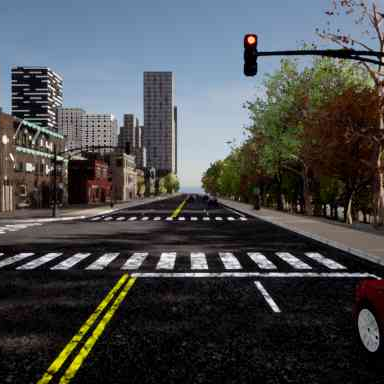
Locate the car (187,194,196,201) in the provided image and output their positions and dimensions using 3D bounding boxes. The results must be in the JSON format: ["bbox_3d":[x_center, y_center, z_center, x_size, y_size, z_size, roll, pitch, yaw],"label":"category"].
[{"bbox_3d":[-0.164,1.280,76.013,1.882,1.535,5.008,0,0,0],"label":"car"}]

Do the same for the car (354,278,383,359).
[{"bbox_3d":[3.344,1.477,2.962,1.882,1.535,5.008,0,0,0],"label":"car"}]

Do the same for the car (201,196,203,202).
[{"bbox_3d":[3.091,1.470,76.322,1.837,1.490,4.892,0,0,0],"label":"car"}]

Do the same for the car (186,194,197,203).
[{"bbox_3d":[-0.143,1.501,66.011,1.812,1.442,4.674,0,0,0],"label":"car"}]

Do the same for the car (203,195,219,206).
[{"bbox_3d":[3.238,1.529,53.244,2.033,1.411,5.357,0,0,0],"label":"car"}]
